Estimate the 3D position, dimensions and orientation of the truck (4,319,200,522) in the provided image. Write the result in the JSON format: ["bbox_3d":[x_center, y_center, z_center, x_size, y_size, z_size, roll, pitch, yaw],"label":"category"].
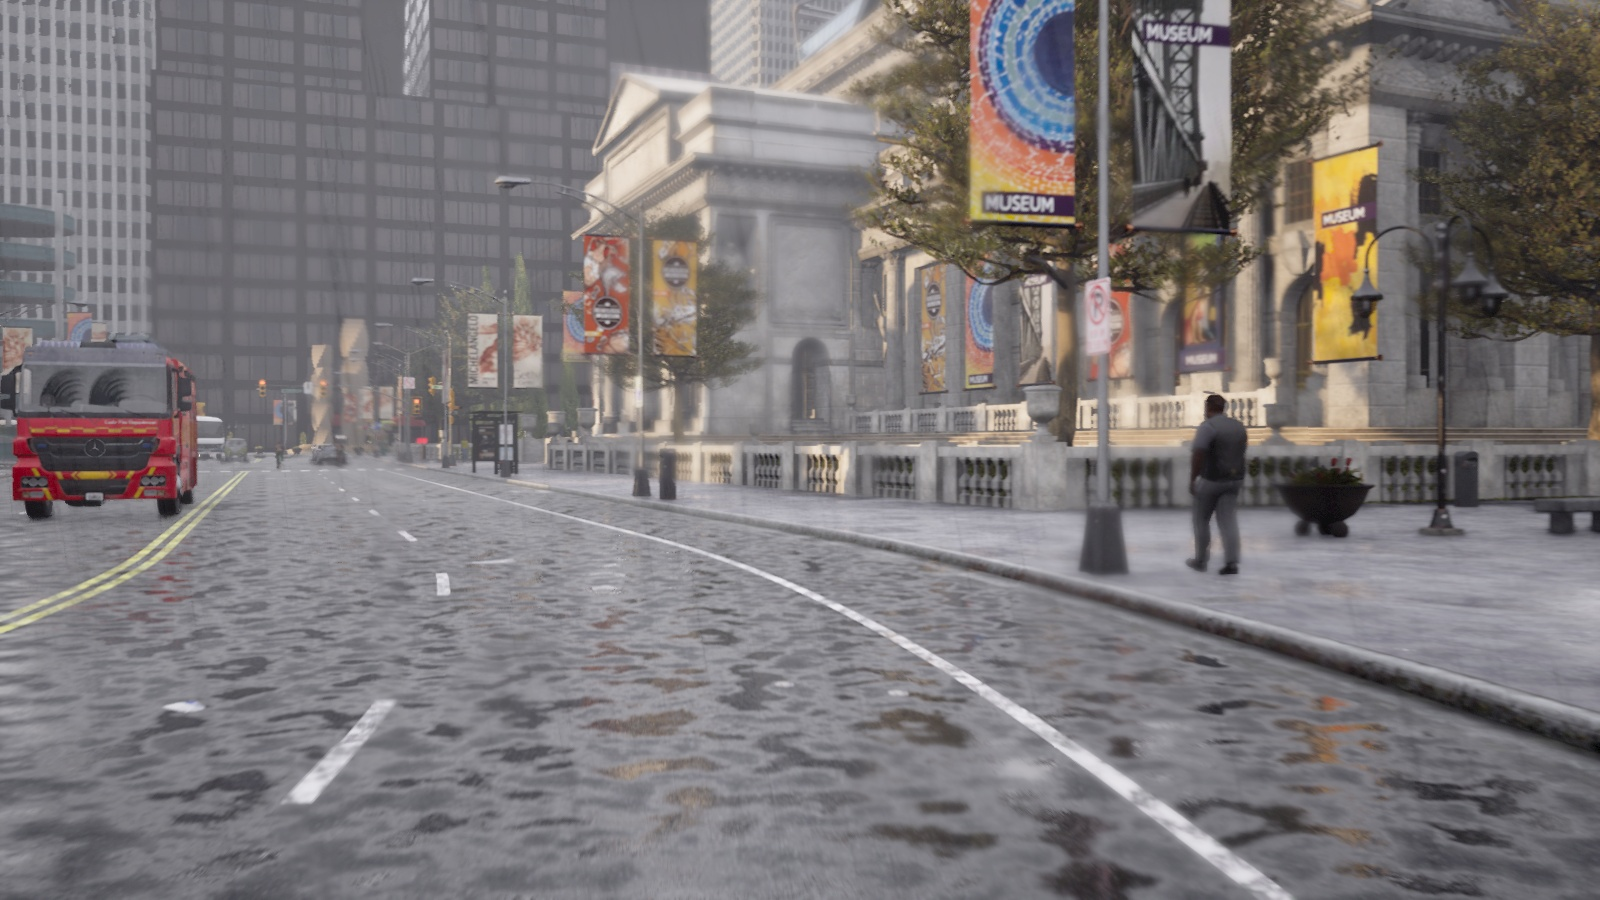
[{"bbox_3d":[-15.315,-0.579,28.194,2.891,3.827,8.468,0,0,-23],"label":"truck"}]

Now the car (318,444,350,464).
[{"bbox_3d":[-33.836,0.292,91.087,1.994,1.385,4.181,0,0,-23],"label":"car"}]

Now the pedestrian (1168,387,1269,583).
[{"bbox_3d":[4.151,0.333,12.504,0.563,1.883,0.849,0,0,-17],"label":"pedestrian"}]
